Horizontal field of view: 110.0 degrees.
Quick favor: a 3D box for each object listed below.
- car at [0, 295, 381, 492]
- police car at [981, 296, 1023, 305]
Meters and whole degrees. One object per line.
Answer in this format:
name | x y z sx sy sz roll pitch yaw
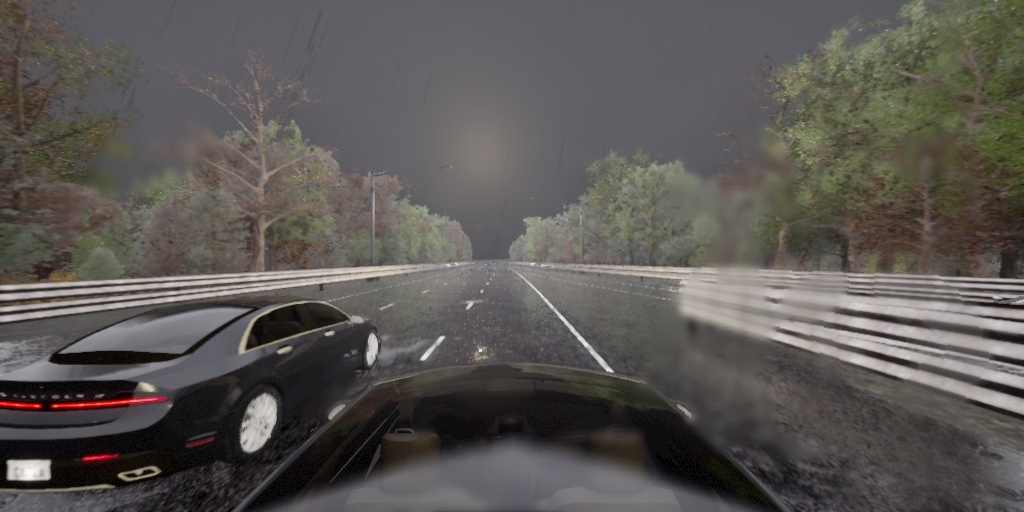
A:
car | -3.415 1.291 4.959 1.837 1.490 4.892 0 -1 0
police car | 12.006 1.354 7.393 2.038 1.542 4.974 0 -1 -12
